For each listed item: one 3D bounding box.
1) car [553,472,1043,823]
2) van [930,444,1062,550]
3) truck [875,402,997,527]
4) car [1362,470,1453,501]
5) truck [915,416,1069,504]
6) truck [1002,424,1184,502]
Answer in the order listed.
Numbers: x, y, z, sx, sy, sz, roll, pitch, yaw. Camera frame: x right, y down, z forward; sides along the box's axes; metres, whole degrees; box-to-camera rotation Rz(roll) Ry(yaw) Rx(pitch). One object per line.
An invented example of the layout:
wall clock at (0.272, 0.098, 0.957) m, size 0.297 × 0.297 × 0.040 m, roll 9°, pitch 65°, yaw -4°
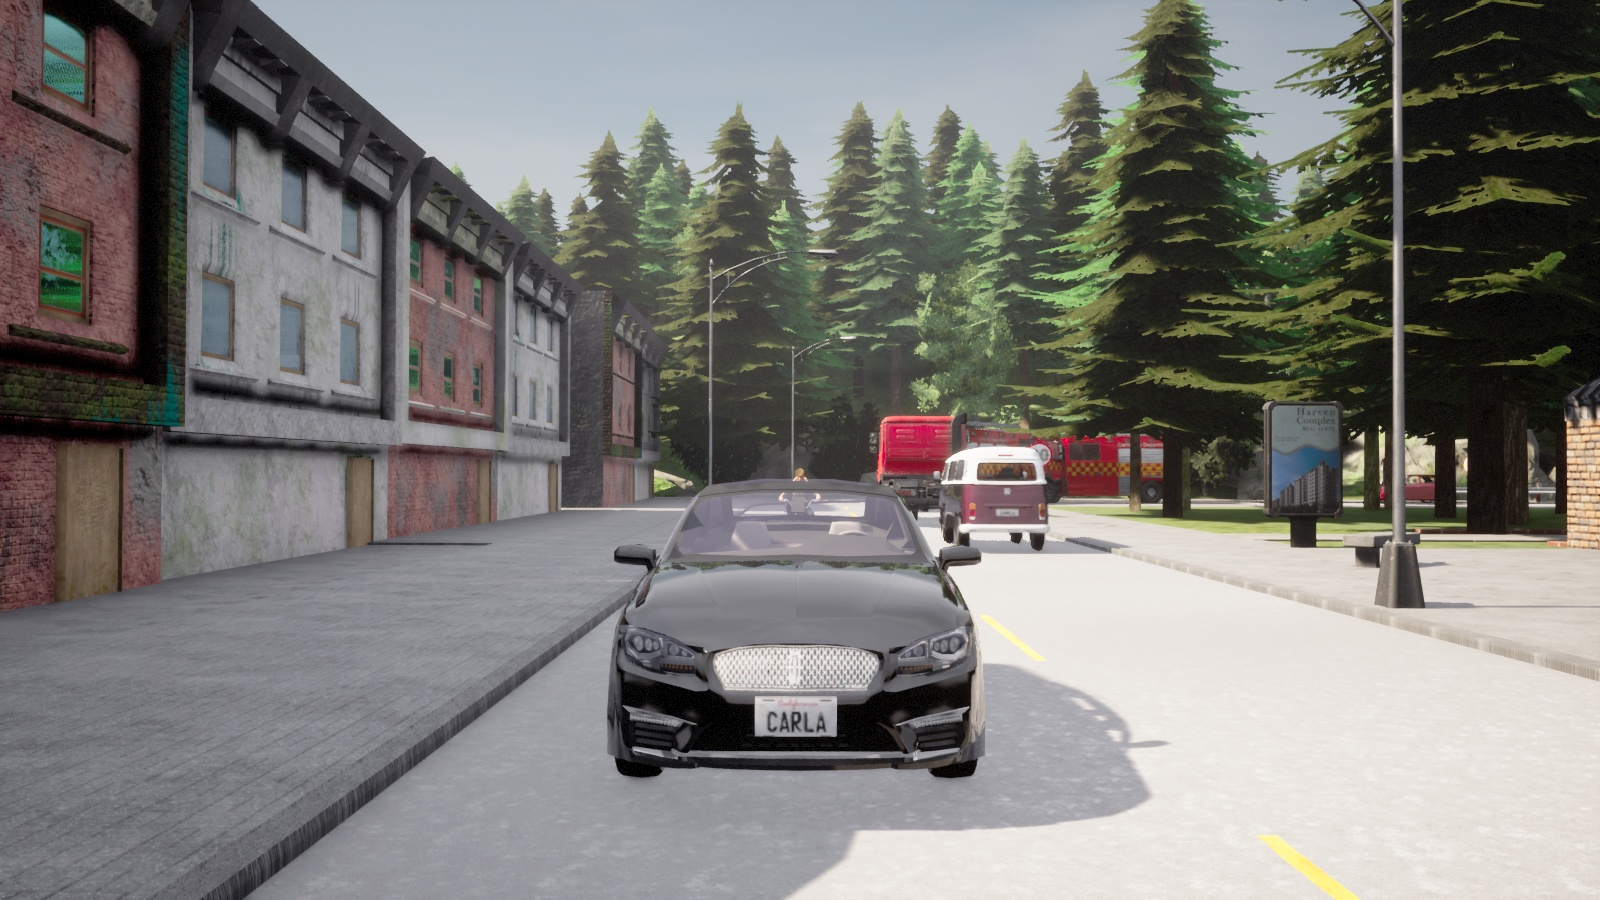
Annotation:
car at (-0.007, 0.904, 7.918) m, size 2.128 × 1.511 × 4.902 m, roll 0°, pitch -1°, yaw 0°
van at (4.004, 0.961, 26.407) m, size 2.069 × 2.038 × 4.480 m, roll 0°, pitch -1°, yaw 0°
truck at (4.011, 0.466, 38.742) m, size 2.891 × 3.462 × 7.936 m, roll 0°, pitch -1°, yaw 0°
car at (30.637, 1.766, 63.392) m, size 3.633 × 1.501 × 1.845 m, roll 0°, pitch -1°, yaw 0°
truck at (9.060, 0.568, 58.412) m, size 2.891 × 3.827 × 8.468 m, roll -2°, pitch -3°, yaw 42°
truck at (14.721, 0.653, 63.503) m, size 8.468 × 3.827 × 2.891 m, roll 0°, pitch 0°, yaw -1°
